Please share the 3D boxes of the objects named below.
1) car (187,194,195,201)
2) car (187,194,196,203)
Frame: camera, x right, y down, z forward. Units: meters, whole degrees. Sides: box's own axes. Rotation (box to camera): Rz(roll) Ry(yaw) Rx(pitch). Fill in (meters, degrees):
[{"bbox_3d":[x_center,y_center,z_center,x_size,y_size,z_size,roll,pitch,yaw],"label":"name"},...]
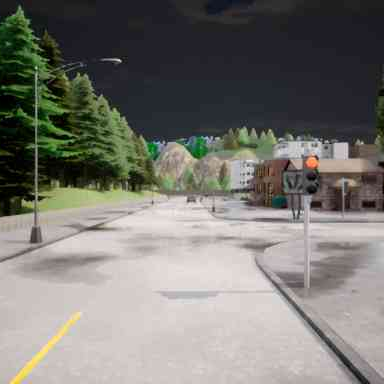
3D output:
[{"bbox_3d":[-0.129,1.331,78.224,1.837,1.490,4.892,0,0,0],"label":"car"},{"bbox_3d":[-0.111,1.491,67.804,2.128,1.511,4.902,0,0,0],"label":"car"}]
